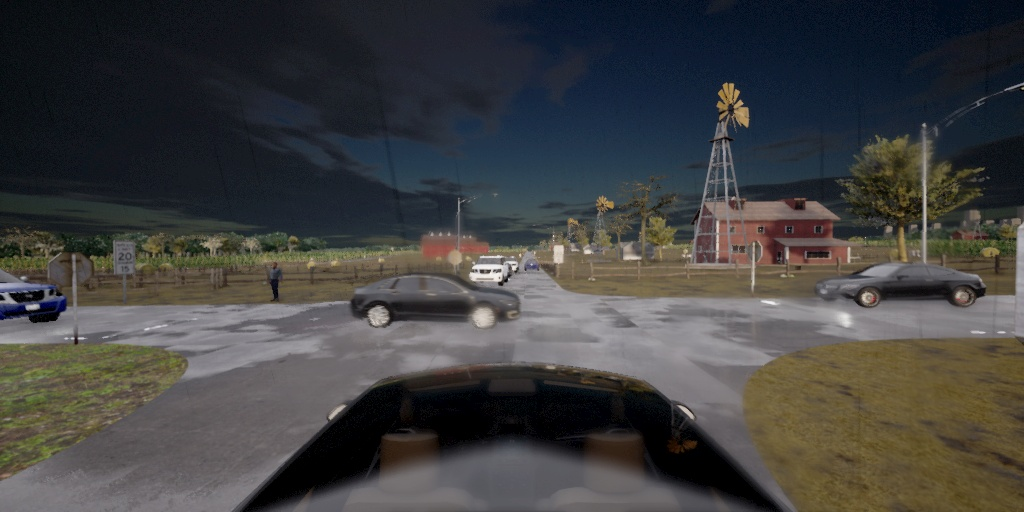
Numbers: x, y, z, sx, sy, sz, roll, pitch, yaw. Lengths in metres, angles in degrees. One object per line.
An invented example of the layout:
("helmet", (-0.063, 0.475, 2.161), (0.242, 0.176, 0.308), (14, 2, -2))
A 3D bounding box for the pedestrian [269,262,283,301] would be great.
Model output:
("pedestrian", (-11.217, 1.180, 16.992), (0.375, 1.860, 0.375), (0, 2, 3))

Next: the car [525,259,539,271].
("car", (3.030, 1.297, 54.994), (2.097, 1.767, 4.553), (0, -1, 3))

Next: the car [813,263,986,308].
("car", (13.437, 0.966, 12.594), (4.674, 1.442, 1.812), (-1, 1, 5))

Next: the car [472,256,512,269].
("car", (-1.498, 0.983, 25.672), (2.150, 2.045, 5.566), (0, 0, 5))

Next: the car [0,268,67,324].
("car", (-17.768, 1.315, 11.380), (5.566, 2.045, 2.150), (-1, 1, 3))

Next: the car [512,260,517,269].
("car", (-0.910, 1.348, 35.910), (2.033, 1.411, 5.357), (0, 0, 3))

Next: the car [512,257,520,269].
("car", (-0.373, 1.087, 46.127), (2.150, 2.045, 5.566), (0, 0, 3))

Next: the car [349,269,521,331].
("car", (-2.166, 1.245, 10.511), (4.892, 1.490, 1.837), (0, 0, 3))
